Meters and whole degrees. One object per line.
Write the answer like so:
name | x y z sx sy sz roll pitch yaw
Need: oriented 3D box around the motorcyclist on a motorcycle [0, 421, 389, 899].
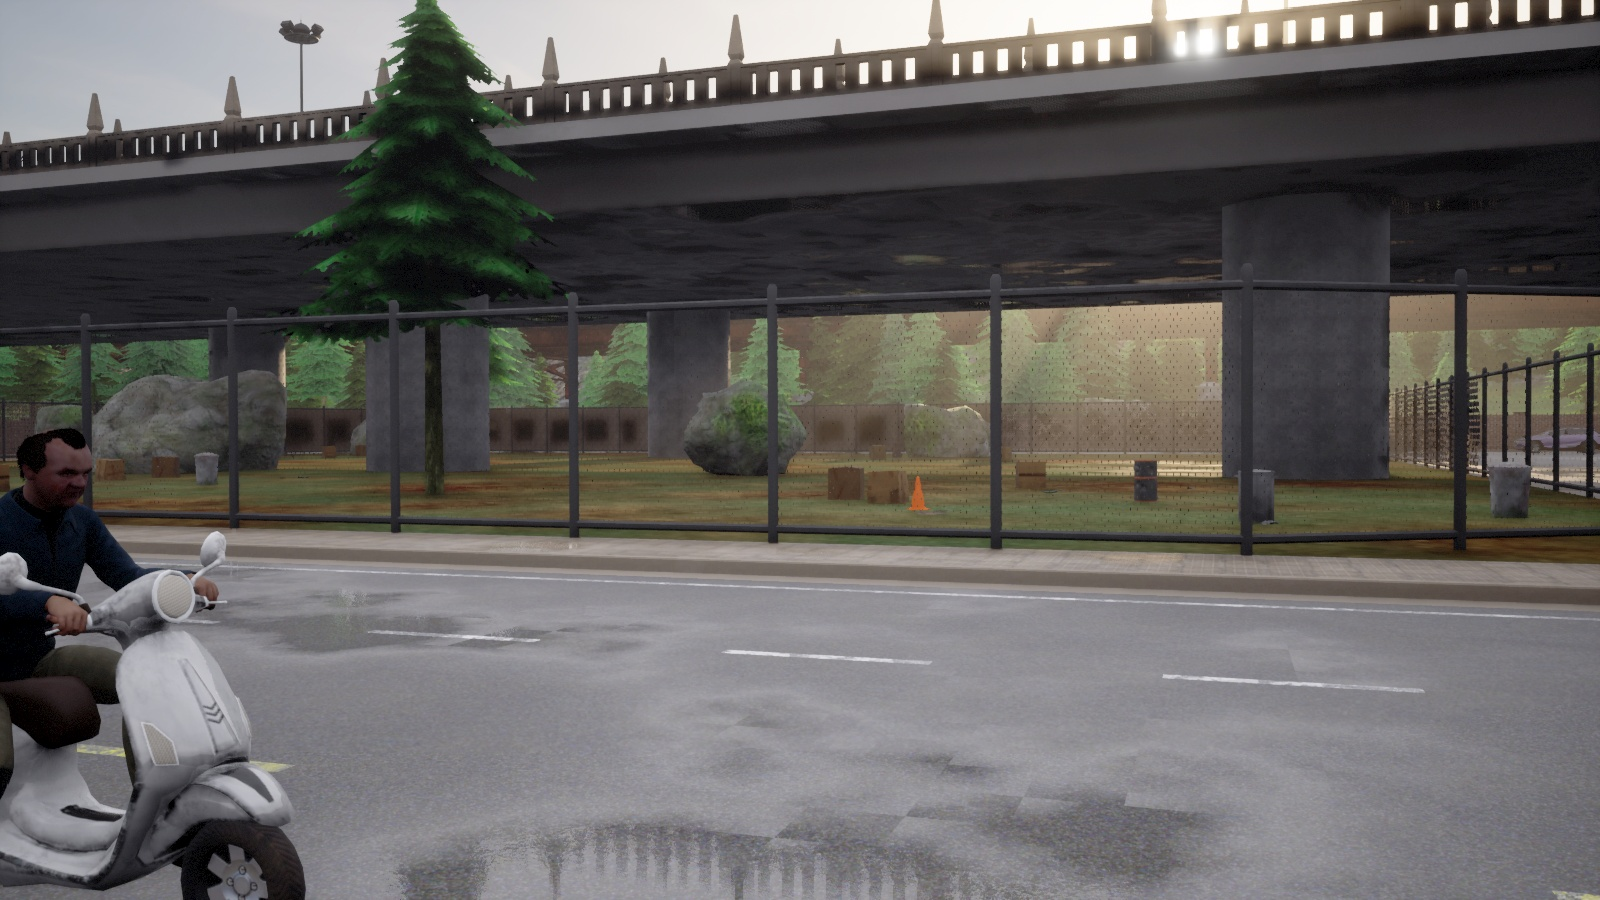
motorcyclist on a motorcycle | -2.341 0.707 3.980 1.817 1.590 0.866 1 1 19

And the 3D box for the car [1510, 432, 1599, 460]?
car | 46.245 -0.241 76.606 4.856 1.649 2.033 1 1 20
